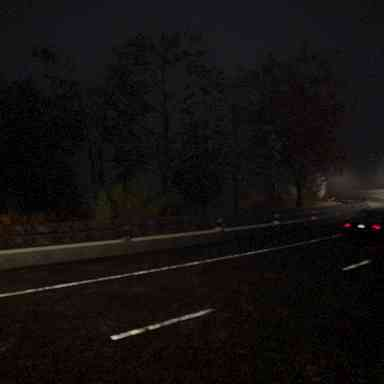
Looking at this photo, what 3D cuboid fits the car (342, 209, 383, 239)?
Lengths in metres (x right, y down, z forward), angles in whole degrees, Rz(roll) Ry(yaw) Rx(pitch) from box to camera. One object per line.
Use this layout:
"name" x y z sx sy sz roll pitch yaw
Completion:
"car" 9.314 1.584 16.655 2.033 1.411 5.357 0 0 44
